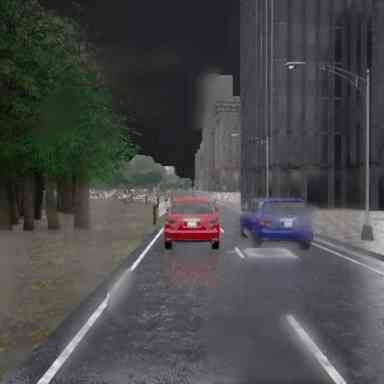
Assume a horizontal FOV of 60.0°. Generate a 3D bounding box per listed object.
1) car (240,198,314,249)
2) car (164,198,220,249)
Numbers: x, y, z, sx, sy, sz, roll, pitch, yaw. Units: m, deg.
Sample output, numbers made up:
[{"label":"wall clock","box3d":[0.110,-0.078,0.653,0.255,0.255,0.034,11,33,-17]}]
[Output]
[{"label":"car","box3d":[3.500,1.252,14.681,2.150,2.045,5.566,0,0,0]},{"label":"car","box3d":[0.000,1.252,14.681,2.150,2.045,5.566,0,0,0]}]
